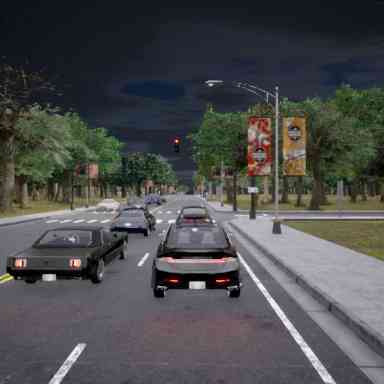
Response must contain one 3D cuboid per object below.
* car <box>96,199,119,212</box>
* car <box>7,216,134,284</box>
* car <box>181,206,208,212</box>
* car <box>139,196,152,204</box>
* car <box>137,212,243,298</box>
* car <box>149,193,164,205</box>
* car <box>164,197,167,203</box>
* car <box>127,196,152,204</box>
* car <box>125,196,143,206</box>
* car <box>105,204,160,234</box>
[{"bbox_3d":[-9.777,1.550,38.972,1.812,1.442,4.674,0,0,0],"label":"car"},{"bbox_3d":[-3.139,1.603,9.578,1.895,1.301,4.718,0,0,0],"label":"car"},{"bbox_3d":[0.115,1.512,17.932,1.837,1.490,4.892,0,0,0],"label":"car"},{"bbox_3d":[-9.623,1.585,69.035,2.128,1.511,4.902,0,0,0],"label":"car"},{"bbox_3d":[0.107,1.493,8.513,2.128,1.511,4.902,0,0,0],"label":"car"},{"bbox_3d":[-6.488,1.266,56.901,2.150,2.045,5.566,0,0,0],"label":"car"},{"bbox_3d":[-6.372,1.655,69.463,1.895,1.301,4.718,0,0,0],"label":"car"},{"bbox_3d":[-6.139,1.516,38.885,2.128,1.511,4.902,0,0,-5],"label":"car"},{"bbox_3d":[-9.731,1.535,56.072,2.128,1.511,4.902,0,0,0],"label":"car"},{"bbox_3d":[-3.137,1.571,18.333,1.994,1.385,4.181,0,0,0],"label":"car"}]
